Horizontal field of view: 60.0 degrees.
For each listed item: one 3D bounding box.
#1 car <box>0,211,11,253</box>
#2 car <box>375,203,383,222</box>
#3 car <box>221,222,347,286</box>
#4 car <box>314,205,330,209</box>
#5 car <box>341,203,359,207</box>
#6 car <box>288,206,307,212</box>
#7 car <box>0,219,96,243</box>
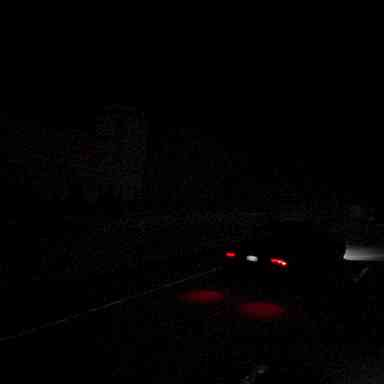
[{"bbox_3d":[-9.233,1.511,11.358,1.882,1.535,5.008,0,0,38],"label":"car"},{"bbox_3d":[16.058,1.644,26.730,1.837,1.490,4.892,0,-1,38],"label":"car"},{"bbox_3d":[2.905,1.579,9.598,2.033,1.411,5.357,0,0,38],"label":"car"},{"bbox_3d":[18.762,2.669,47.656,2.097,1.767,4.553,0,-6,38],"label":"car"},{"bbox_3d":[21.509,2.538,45.487,2.150,2.045,5.566,0,-6,38],"label":"car"},{"bbox_3d":[15.960,2.805,49.753,2.128,1.511,4.902,0,-6,38],"label":"car"},{"bbox_3d":[-5.171,1.597,10.902,1.994,1.385,4.181,0,0,38],"label":"car"}]
